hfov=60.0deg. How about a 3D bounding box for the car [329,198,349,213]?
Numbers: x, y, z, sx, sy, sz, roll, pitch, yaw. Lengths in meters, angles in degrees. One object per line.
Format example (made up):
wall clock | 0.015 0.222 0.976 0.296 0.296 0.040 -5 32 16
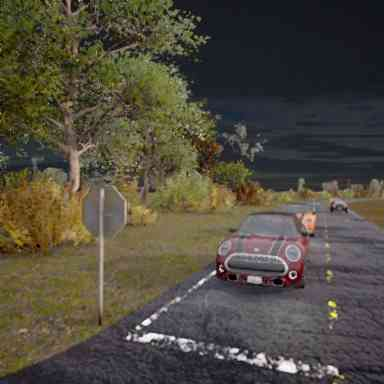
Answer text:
car | 17.741 1.709 40.178 1.812 1.442 4.674 0 0 22

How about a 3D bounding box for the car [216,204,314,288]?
car | 2.229 1.381 9.532 2.097 1.767 4.553 0 0 22

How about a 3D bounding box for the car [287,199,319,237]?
car | 5.825 1.420 18.655 2.097 1.767 4.553 0 0 22

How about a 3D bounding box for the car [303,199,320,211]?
car | 15.165 1.567 42.094 1.895 1.301 4.718 0 0 22

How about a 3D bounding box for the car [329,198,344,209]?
car | 21.504 1.700 49.715 1.882 1.535 5.008 0 0 22
